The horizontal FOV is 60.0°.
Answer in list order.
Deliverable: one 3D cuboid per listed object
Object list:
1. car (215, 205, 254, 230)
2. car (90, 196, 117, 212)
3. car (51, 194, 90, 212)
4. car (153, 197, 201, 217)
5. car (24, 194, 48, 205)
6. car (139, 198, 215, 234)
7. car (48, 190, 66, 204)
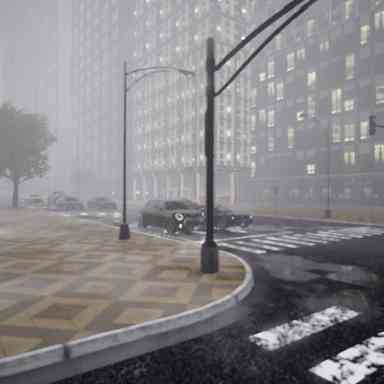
[{"bbox_3d":[1.532,1.483,20.377,1.895,1.301,4.718,0,0,-37],"label":"car"},{"bbox_3d":[-9.652,1.207,35.415,1.882,1.535,5.008,0,0,-37],"label":"car"},{"bbox_3d":[-12.347,1.218,33.591,1.837,1.490,4.892,0,0,-37],"label":"car"},{"bbox_3d":[-1.446,1.299,30.119,1.882,1.535,5.008,0,0,-36],"label":"car"},{"bbox_3d":[-22.492,0.959,47.381,1.882,1.535,5.008,0,0,-37],"label":"car"},{"bbox_3d":[-1.119,1.219,18.501,2.097,1.767,4.553,0,0,-37],"label":"car"},{"bbox_3d":[-19.866,0.794,49.297,2.150,2.045,5.566,0,0,-37],"label":"car"}]
